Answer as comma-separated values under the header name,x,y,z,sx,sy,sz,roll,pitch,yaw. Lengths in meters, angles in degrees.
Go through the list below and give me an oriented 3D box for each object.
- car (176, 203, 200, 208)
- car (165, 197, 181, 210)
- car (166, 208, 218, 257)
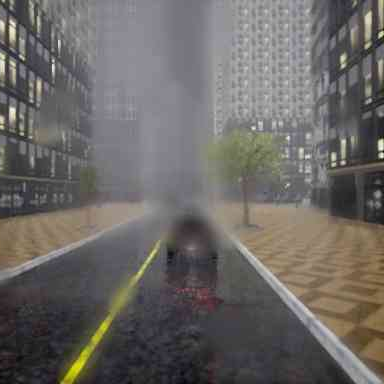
name,x,y,z,sx,sy,sz,roll,pitch,yaw
car,0.004,1.826,27.522,2.033,1.411,5.357,0,-1,0
car,-3.014,1.785,53.525,2.150,2.045,5.566,0,-1,0
car,0.016,1.642,13.505,1.837,1.490,4.892,0,0,0
